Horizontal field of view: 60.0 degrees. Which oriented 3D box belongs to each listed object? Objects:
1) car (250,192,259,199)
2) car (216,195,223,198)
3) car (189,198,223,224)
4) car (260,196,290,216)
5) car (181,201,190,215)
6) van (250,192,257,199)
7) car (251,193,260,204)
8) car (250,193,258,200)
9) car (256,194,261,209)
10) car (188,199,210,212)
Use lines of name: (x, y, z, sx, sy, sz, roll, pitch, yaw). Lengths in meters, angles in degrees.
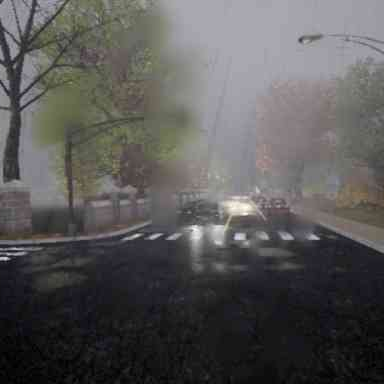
car: (13.753, 0.928, 71.747, 2.192, 1.841, 5.009, -2, 0, 9)
car: (5.975, 1.387, 72.926, 2.008, 1.369, 4.403, -2, 0, 9)
car: (1.253, 1.506, 24.351, 1.837, 1.490, 4.892, -2, 0, 9)
car: (7.427, 1.227, 29.386, 1.967, 1.590, 4.097, -2, 0, 9)
car: (0.036, 1.564, 33.553, 1.947, 1.339, 4.313, -2, 0, 9)
van: (16.299, 0.889, 88.622, 1.690, 1.788, 3.998, -2, 0, 9)
car: (11.219, 1.247, 54.872, 1.947, 1.339, 4.313, -2, 0, 9)
car: (15.455, 1.010, 82.997, 1.967, 1.590, 4.097, -2, 0, 9)
car: (8.674, 1.296, 37.997, 1.887, 1.381, 4.507, -2, 0, 9)
car: (0.886, 1.540, 39.176, 1.947, 1.339, 4.313, -2, 0, 9)
